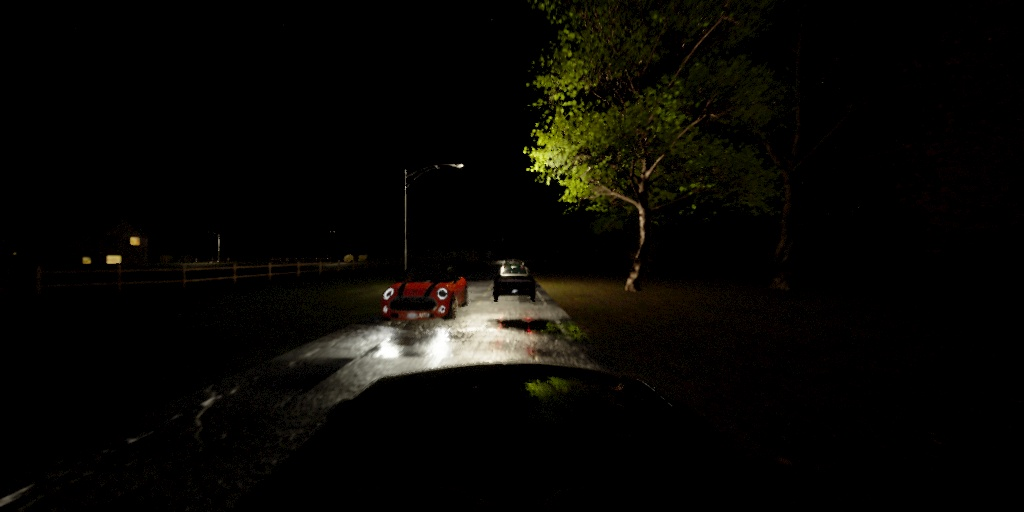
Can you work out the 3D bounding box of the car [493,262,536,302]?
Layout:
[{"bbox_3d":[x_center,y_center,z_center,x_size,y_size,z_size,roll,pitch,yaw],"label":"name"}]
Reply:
[{"bbox_3d":[0.104,1.219,16.955,2.128,1.511,4.902,0,0,0],"label":"car"}]

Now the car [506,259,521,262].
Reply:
[{"bbox_3d":[0.105,1.050,34.187,2.097,1.767,4.553,0,0,0],"label":"car"}]

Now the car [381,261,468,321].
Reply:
[{"bbox_3d":[-2.797,1.086,12.343,2.097,1.767,4.553,0,0,0],"label":"car"}]
